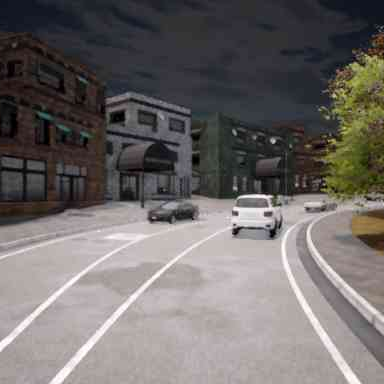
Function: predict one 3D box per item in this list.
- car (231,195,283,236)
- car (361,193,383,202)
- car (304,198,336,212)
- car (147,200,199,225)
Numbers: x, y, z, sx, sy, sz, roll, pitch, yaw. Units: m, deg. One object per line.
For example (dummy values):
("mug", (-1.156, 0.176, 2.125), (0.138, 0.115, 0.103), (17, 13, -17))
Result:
("car", (3.661, 1.165, 18.251), (2.150, 2.045, 5.566), (0, 1, 19))
("car", (28.937, 0.821, 52.542), (5.357, 1.411, 2.033), (-2, 0, -33))
("car", (13.534, 1.325, 34.975), (1.895, 1.301, 4.718), (0, 1, 40))
("car", (-1.267, 1.394, 23.780), (1.882, 1.535, 5.008), (0, 0, 29))
